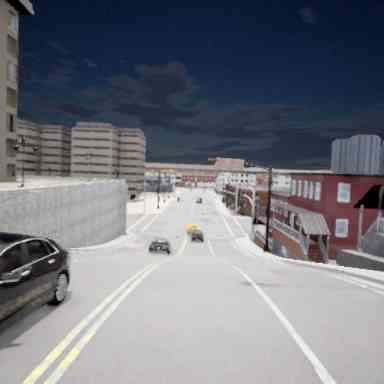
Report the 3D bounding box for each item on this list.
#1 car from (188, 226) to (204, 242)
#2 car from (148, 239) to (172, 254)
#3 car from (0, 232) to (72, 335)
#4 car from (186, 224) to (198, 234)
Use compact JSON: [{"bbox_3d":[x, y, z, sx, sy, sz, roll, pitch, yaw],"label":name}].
[{"bbox_3d":[0.800,6.568,50.716,1.837,1.490,4.892,3,0,0],"label":"car"},{"bbox_3d":[-3.089,5.318,32.934,1.994,1.385,4.181,2,-8,2],"label":"car"},{"bbox_3d":[-3.574,1.489,5.460,1.837,1.490,4.892,2,-2,1],"label":"car"},{"bbox_3d":[0.049,6.263,57.806,1.882,1.535,5.008,2,4,-4],"label":"car"}]
